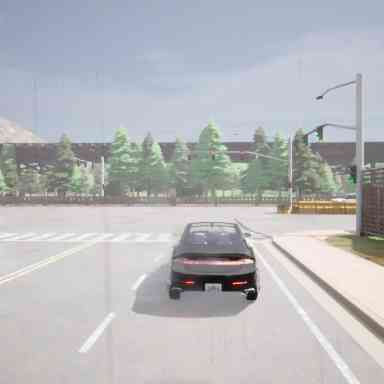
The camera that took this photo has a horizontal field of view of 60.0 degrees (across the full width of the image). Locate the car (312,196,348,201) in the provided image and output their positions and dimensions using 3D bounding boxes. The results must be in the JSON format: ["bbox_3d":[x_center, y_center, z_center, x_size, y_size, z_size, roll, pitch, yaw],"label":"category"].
[{"bbox_3d":[14.550,1.491,37.950,4.902,1.511,2.128,0,0,1],"label":"car"}]

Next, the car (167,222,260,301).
[{"bbox_3d":[0.511,1.492,8.374,2.128,1.511,4.902,0,0,3],"label":"car"}]

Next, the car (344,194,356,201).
[{"bbox_3d":[19.831,1.222,41.332,5.566,2.045,2.150,0,0,2],"label":"car"}]
